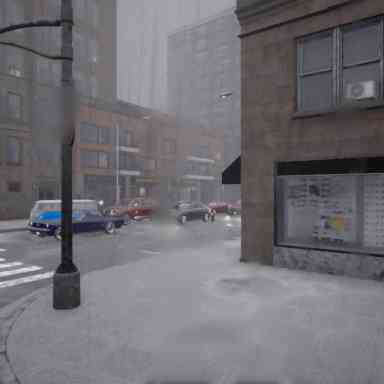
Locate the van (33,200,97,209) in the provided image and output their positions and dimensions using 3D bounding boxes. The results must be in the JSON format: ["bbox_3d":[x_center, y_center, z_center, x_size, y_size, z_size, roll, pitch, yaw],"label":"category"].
[{"bbox_3d":[-7.526,1.358,19.736,1.690,1.788,3.998,0,0,36],"label":"van"}]

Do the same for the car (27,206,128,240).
[{"bbox_3d":[-5.889,1.617,17.332,1.895,1.301,4.718,0,0,37],"label":"car"}]

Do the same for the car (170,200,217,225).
[{"bbox_3d":[-0.418,1.528,24.862,1.837,1.490,4.892,0,0,36],"label":"car"}]

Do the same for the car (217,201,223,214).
[{"bbox_3d":[2.307,1.574,33.343,1.887,1.381,4.507,0,0,36],"label":"car"}]

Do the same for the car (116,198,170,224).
[{"bbox_3d":[-4.248,1.336,24.272,2.192,1.841,5.009,0,0,36],"label":"car"}]

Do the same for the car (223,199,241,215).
[{"bbox_3d":[5.354,1.383,32.836,2.097,1.767,4.553,0,0,36],"label":"car"}]

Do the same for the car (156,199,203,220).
[{"bbox_3d":[-0.971,1.466,28.807,1.967,1.590,4.097,0,0,36],"label":"car"}]
